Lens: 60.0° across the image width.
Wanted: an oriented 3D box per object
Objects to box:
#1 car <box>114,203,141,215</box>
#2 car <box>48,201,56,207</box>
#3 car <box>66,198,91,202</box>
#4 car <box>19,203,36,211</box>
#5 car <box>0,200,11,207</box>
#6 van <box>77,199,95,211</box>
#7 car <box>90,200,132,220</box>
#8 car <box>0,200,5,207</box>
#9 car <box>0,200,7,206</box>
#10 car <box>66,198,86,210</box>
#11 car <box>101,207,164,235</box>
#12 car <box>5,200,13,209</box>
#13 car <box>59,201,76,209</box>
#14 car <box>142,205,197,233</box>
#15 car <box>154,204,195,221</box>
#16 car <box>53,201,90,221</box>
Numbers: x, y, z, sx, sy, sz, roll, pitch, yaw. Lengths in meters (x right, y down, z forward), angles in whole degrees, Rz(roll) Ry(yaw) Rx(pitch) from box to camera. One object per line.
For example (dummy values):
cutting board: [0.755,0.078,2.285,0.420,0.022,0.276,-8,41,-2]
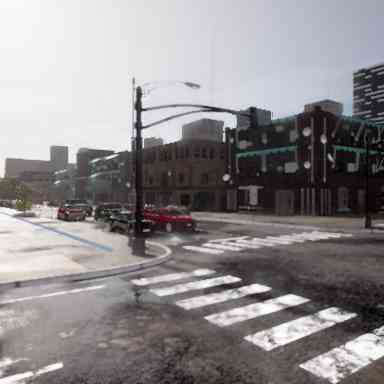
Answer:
car: [-8.198,2.153,42.035,1.802,1.307,4.206,-1,0,-35]
car: [-30.617,2.553,73.637,1.947,1.339,4.313,-1,0,-35]
car: [-13.637,1.804,39.730,2.150,2.045,5.566,0,-1,-35]
car: [-27.746,2.333,55.105,1.752,1.417,4.829,-1,0,-35]
car: [-43.857,2.649,77.817,2.008,1.369,4.403,-1,0,-35]
van: [-17.810,2.095,55.580,1.690,1.788,3.998,-1,0,-35]
car: [-7.486,1.814,31.041,2.097,1.767,4.553,0,-1,-35]
car: [-40.656,2.481,73.302,1.967,1.590,4.097,-1,0,-35]
car: [-47.059,2.699,82.331,1.887,1.381,4.507,-1,0,-35]
car: [-21.013,2.128,60.094,2.192,1.841,5.009,-1,0,-35]
car: [-3.902,1.911,21.282,1.947,1.339,4.313,-1,0,-35]
car: [-34.249,2.476,64.273,2.008,1.369,4.403,-1,0,-35]
car: [-24.212,2.416,64.608,1.887,1.381,4.507,-1,0,-35]
car: [-1.622,1.823,22.770,1.882,1.535,5.008,0,-1,-35]
car: [-1.794,1.996,33.006,2.008,1.369,4.403,-1,0,-35]
car: [-11.833,1.945,32.671,1.967,1.590,4.097,-1,0,-35]
